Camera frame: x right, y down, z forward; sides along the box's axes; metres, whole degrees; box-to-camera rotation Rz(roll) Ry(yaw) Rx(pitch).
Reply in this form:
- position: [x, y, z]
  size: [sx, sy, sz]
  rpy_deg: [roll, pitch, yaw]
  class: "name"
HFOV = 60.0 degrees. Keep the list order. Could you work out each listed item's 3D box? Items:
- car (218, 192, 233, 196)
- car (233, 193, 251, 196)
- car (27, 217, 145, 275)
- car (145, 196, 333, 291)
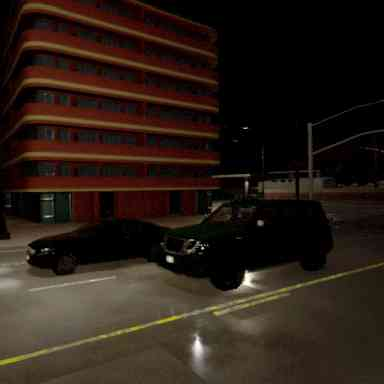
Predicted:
- position: [8.936, 0.930, 86.187]
  size: [4.611, 1.667, 2.242]
  rpy_deg: [-1, 1, -35]
  class: "car"
- position: [12.907, 1.061, 81.965]
  size: [3.806, 1.475, 1.970]
  rpy_deg: [-1, 1, -35]
  class: "car"
- position: [-2.691, 1.561, 10.663]
  size: [4.674, 1.442, 1.812]
  rpy_deg: [0, 0, -35]
  class: "car"
- position: [1.731, 1.250, 9.511]
  size: [5.566, 2.045, 2.150]
  rpy_deg: [0, 0, -35]
  class: "car"
